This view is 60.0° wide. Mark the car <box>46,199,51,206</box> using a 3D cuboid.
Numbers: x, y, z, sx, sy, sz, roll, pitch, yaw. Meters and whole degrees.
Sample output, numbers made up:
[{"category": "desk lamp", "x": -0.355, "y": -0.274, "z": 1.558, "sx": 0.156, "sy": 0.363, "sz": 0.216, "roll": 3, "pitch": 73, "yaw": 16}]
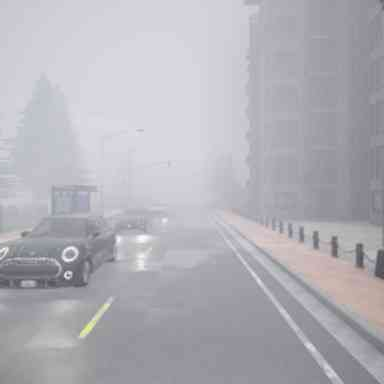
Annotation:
[{"category": "car", "x": -27.504, "y": 1.809, "z": 64.525, "sx": 1.905, "sy": 1.878, "sz": 3.866, "roll": 0, "pitch": -1, "yaw": -1}]

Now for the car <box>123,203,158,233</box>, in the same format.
[{"category": "car", "x": -3.588, "y": 1.717, "z": 21.477, "sx": 1.837, "sy": 1.490, "sz": 4.892, "roll": 0, "pitch": -1, "yaw": 0}]

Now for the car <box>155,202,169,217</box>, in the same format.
[{"category": "car", "x": -3.516, "y": 1.827, "z": 35.569, "sx": 1.882, "sy": 1.535, "sz": 5.008, "roll": 0, "pitch": -1, "yaw": 0}]

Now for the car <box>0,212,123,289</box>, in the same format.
[{"category": "car", "x": -3.598, "y": 1.448, "z": 9.555, "sx": 2.097, "sy": 1.767, "sz": 4.553, "roll": 0, "pitch": -1, "yaw": 0}]
